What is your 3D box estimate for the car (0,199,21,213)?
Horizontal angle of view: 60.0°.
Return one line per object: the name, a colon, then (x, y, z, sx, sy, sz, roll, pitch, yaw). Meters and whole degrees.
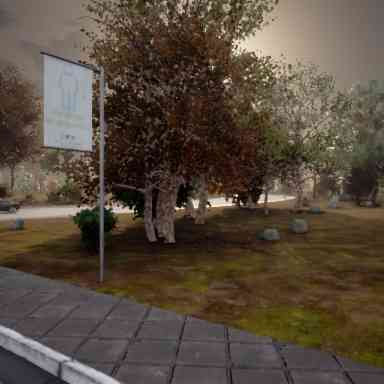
car: (-20.654, 1.503, 34.881, 1.837, 1.490, 4.892, 0, 0, 38)
